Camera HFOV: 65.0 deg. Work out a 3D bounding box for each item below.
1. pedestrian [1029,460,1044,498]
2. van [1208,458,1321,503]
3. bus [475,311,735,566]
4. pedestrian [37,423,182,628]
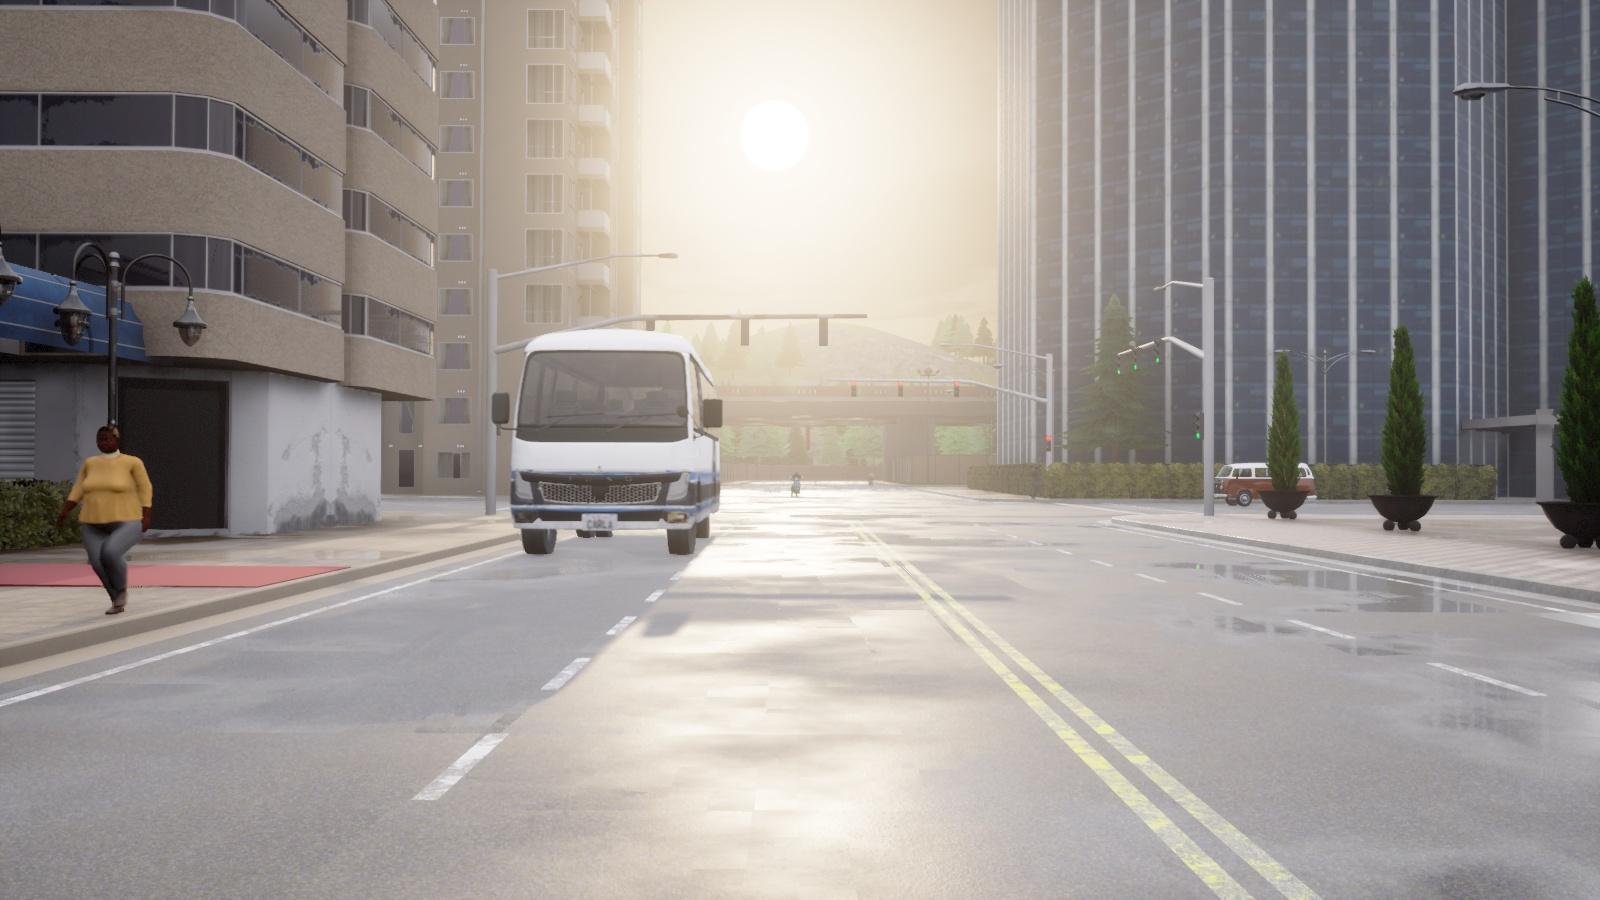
[{"bbox_3d":[12.213,1.506,64.810,0.666,1.930,0.402,-1,-1,40],"label":"pedestrian"},{"bbox_3d":[21.638,1.433,58.627,4.480,2.038,2.069,0,-1,-1],"label":"van"},{"bbox_3d":[-3.535,-0.110,26.138,3.944,4.253,10.273,0,-1,-1],"label":"bus"},{"bbox_3d":[-6.501,0.690,11.871,0.874,1.855,0.900,0,-1,-1],"label":"pedestrian"}]
